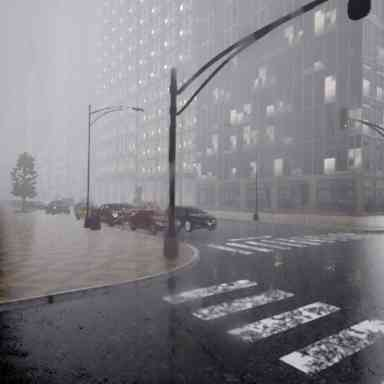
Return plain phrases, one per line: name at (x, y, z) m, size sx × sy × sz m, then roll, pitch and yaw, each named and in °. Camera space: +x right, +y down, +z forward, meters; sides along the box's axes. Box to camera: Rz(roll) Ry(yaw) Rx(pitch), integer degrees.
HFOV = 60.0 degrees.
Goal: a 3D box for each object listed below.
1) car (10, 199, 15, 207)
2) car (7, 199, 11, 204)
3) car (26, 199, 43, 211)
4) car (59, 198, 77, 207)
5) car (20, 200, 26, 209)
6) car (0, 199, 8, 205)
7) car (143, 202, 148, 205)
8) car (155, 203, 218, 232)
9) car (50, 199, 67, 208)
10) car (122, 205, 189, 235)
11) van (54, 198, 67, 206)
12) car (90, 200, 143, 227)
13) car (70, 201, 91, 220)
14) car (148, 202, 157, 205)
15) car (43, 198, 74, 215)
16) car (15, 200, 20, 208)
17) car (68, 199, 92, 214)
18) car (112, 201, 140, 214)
car at (-31.598, 2.121, 61.271) m, size 2.008 × 1.369 × 4.403 m, roll 1°, pitch -1°, yaw -35°
car at (-34.857, 2.208, 65.927) m, size 1.802 × 1.307 × 4.206 m, roll 1°, pitch -1°, yaw -35°
car at (-21.818, 1.957, 47.305) m, size 2.008 × 1.369 × 4.403 m, roll 1°, pitch -1°, yaw -35°
car at (-24.733, 2.032, 66.080) m, size 2.192 × 1.841 × 5.009 m, roll 1°, pitch -1°, yaw -35°
car at (-25.078, 2.027, 51.960) m, size 1.947 × 1.339 × 4.313 m, roll 1°, pitch -1°, yaw -35°
car at (-41.377, 2.286, 75.238) m, size 2.008 × 1.369 × 4.403 m, roll 1°, pitch -1°, yaw -35°
car at (-6.077, 1.728, 29.356) m, size 1.837 × 1.490 × 4.892 m, roll 1°, pitch -1°, yaw -35°
car at (-0.312, 1.631, 21.119) m, size 1.837 × 1.490 × 4.892 m, roll 1°, pitch -1°, yaw -33°
car at (-24.660, 2.133, 61.471) m, size 1.837 × 1.490 × 4.892 m, roll 1°, pitch -3°, yaw -35°
car at (-2.259, 1.660, 19.371) m, size 1.802 × 1.307 × 4.206 m, roll 1°, pitch -1°, yaw -35°
van at (-27.992, 2.113, 70.735) m, size 1.690 × 1.788 × 3.998 m, roll 1°, pitch -1°, yaw -35°
car at (-5.519, 1.573, 24.029) m, size 1.967 × 1.590 × 4.097 m, roll 1°, pitch -1°, yaw -35°
car at (-8.681, 1.711, 28.544) m, size 1.752 × 1.417 × 4.829 m, roll 1°, pitch -1°, yaw -35°
car at (-5.174, 1.829, 38.145) m, size 1.967 × 1.590 × 4.097 m, roll 1°, pitch -1°, yaw -35°
car at (-15.298, 1.737, 37.996) m, size 1.967 × 1.590 × 4.097 m, roll 1°, pitch -1°, yaw -35°
car at (-28.337, 2.061, 56.616) m, size 1.887 × 1.381 × 4.507 m, roll 1°, pitch -1°, yaw -35°
car at (-11.996, 1.814, 37.830) m, size 2.128 × 1.511 × 4.902 m, roll 1°, pitch -1°, yaw -35°
car at (-8.531, 1.970, 42.938) m, size 1.752 × 1.417 × 4.829 m, roll 1°, pitch -1°, yaw -35°
